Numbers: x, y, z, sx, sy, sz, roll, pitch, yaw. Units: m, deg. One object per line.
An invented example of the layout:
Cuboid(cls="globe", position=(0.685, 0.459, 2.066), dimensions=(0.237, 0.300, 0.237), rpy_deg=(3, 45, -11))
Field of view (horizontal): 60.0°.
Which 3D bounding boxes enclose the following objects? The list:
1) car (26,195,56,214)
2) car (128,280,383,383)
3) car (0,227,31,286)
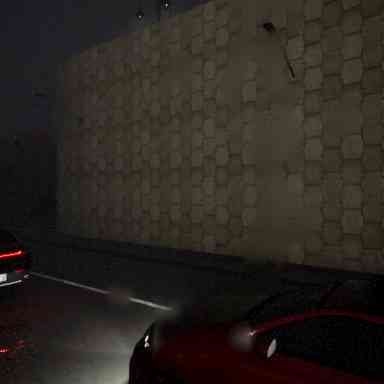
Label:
Cuboid(cls="car", position=(-12.921, 1.061, 31.037), dimensions=(2.128, 1.511, 4.902), rpy_deg=(0, 5, 35))
Cuboid(cls="car", position=(1.394, 1.564, 2.997), dimensions=(4.181, 1.385, 1.994), rpy_deg=(0, 0, 36))
Cuboid(cls="car", position=(-5.855, 1.505, 8.171), dimensions=(4.892, 1.490, 1.837), rpy_deg=(0, 0, 36))
